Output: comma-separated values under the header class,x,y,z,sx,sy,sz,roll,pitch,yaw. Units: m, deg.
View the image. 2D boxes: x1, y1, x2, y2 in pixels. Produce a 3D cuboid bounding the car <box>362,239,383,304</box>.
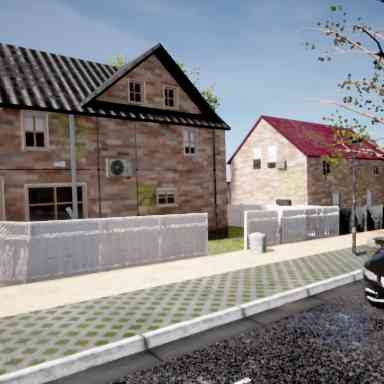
class,x,y,z,sx,sy,sz,roll,pitch,yaw
car,5.502,1.282,7.415,4.902,1.511,2.128,-8,-2,-40
